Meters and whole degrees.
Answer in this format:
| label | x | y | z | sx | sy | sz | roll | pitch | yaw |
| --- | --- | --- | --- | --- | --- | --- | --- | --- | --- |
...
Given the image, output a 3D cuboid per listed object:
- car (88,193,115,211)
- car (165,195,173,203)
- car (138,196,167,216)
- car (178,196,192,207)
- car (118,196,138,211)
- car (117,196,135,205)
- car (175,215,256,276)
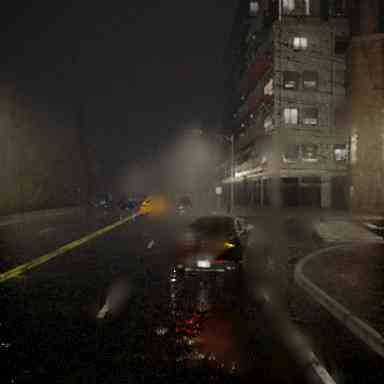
| label | x | y | z | sx | sy | sz | roll | pitch | yaw |
| --- | --- | --- | --- | --- | --- | --- | --- | --- | --- |
| car | -10.591 | 1.127 | 39.301 | 2.150 | 2.045 | 5.566 | 0 | 0 | -2 |
| car | -4.681 | 1.318 | 65.687 | 1.882 | 1.535 | 5.008 | 0 | 0 | -1 |
| car | -3.633 | 1.398 | 31.318 | 1.882 | 1.535 | 5.008 | 0 | 0 | -2 |
| car | -1.017 | 1.356 | 49.666 | 1.882 | 1.535 | 5.008 | 0 | 0 | -2 |
| car | -7.347 | 1.505 | 39.558 | 1.895 | 1.301 | 4.718 | 0 | 0 | -2 |
| car | -11.119 | 1.415 | 56.063 | 2.033 | 1.411 | 5.357 | 0 | 0 | -1 |
| car | 0.843 | 1.475 | 10.383 | 1.837 | 1.490 | 4.892 | -1 | 0 | 13 |
